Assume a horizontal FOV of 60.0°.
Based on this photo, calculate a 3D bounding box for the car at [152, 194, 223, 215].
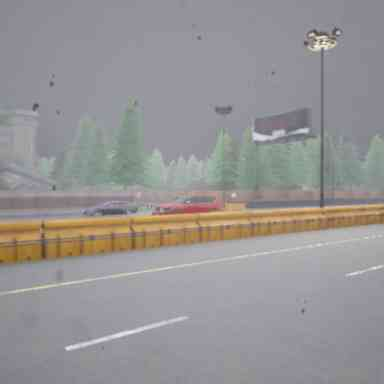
[{"bbox_3d":[-0.218,1.204,25.096,5.566,2.045,2.150,0,0,-35],"label":"car"}]

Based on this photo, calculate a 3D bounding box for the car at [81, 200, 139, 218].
[{"bbox_3d":[-7.054,1.474,28.897,4.902,1.511,2.128,0,0,-35],"label":"car"}]
